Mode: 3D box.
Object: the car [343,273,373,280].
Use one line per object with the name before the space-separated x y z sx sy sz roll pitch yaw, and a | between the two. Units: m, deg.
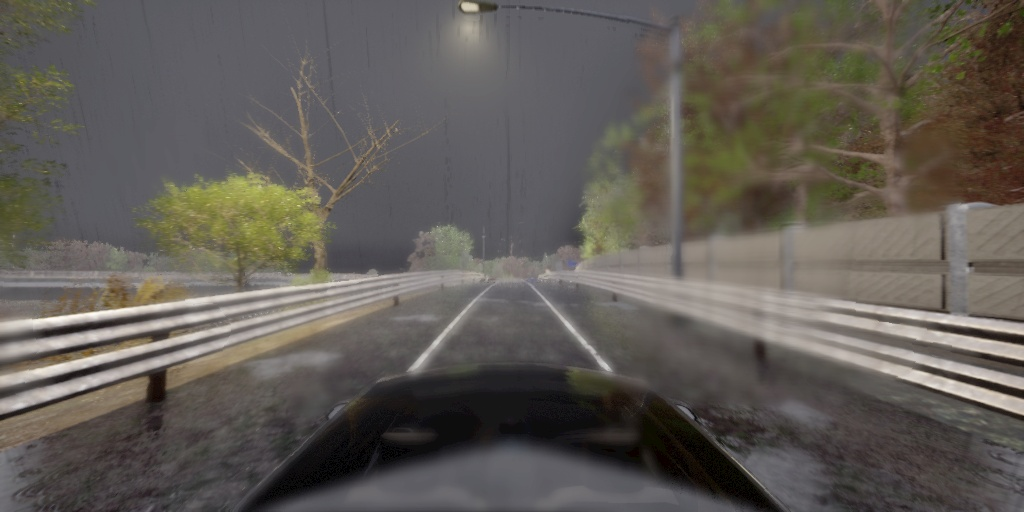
car | -24.848 3.564 58.685 5.008 1.535 1.882 3 -5 -36
